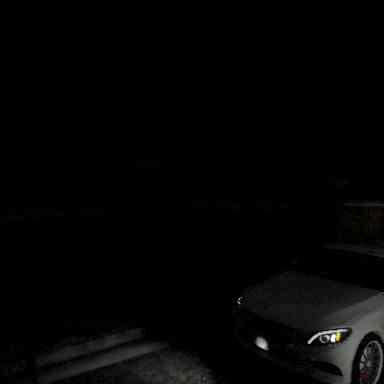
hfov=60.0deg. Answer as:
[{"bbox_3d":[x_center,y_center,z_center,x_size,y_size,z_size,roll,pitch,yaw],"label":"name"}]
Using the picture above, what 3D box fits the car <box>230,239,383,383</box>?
[{"bbox_3d":[2.737,1.544,5.313,4.674,1.442,1.812,0,0,-35],"label":"car"}]
